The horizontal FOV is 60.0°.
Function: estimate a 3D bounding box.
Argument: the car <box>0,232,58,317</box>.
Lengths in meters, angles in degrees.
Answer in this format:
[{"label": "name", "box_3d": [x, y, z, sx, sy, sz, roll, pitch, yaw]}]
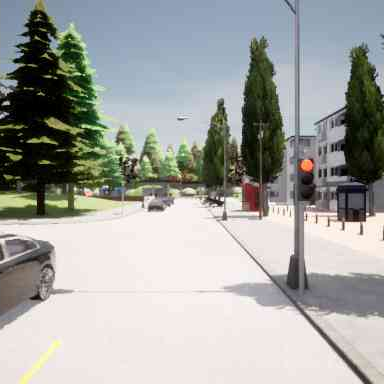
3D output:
[{"label": "car", "box_3d": [-3.938, 1.492, 5.481, 2.128, 1.511, 4.902, 0, 0, 1]}]

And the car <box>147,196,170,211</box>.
[{"label": "car", "box_3d": [-4.171, 1.547, 40.123, 2.033, 1.411, 5.357, 0, 0, 0]}]

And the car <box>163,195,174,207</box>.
[{"label": "car", "box_3d": [-4.174, 1.564, 50.061, 1.994, 1.385, 4.181, 0, 0, 0]}]

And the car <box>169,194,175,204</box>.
[{"label": "car", "box_3d": [-4.146, 1.505, 60.053, 1.837, 1.490, 4.892, 0, 0, 0]}]
